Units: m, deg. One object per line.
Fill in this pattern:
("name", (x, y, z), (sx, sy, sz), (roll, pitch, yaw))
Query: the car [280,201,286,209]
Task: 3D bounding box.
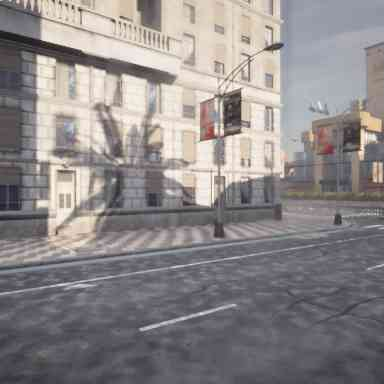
("car", (10.494, 1.491, 45.364), (2.128, 1.511, 4.902), (0, 0, -36))
